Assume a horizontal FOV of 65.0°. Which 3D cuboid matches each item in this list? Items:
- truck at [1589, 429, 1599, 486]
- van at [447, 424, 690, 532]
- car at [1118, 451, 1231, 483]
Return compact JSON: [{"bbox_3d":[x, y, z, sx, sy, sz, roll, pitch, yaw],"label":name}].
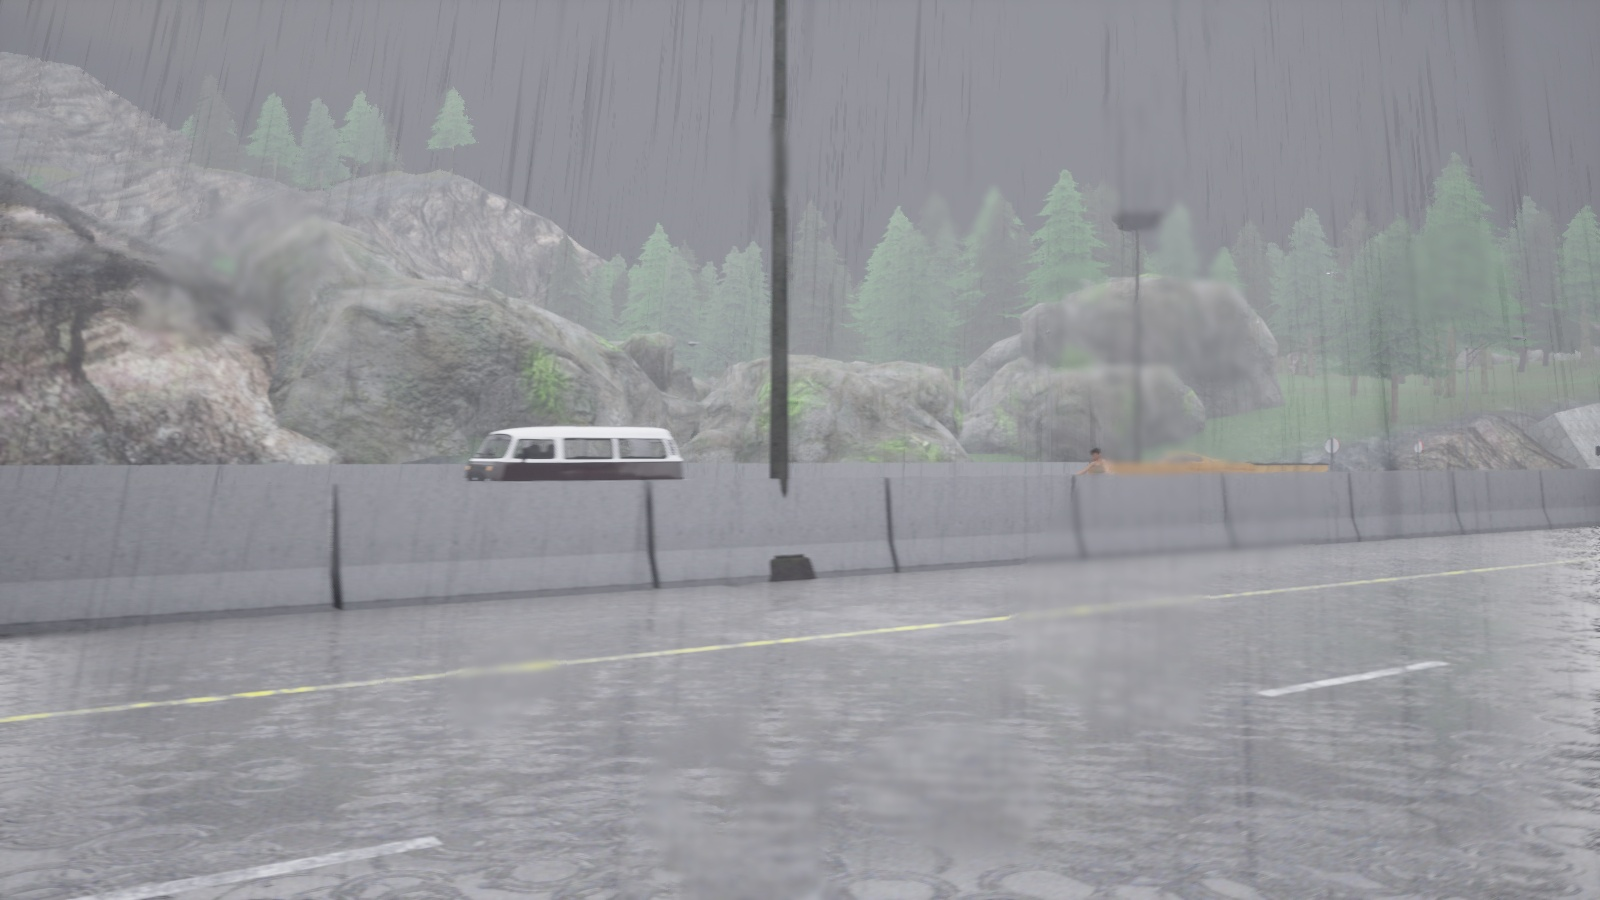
[{"bbox_3d":[37.352,0.315,55.245,5.204,2.467,2.627,0,0,-35],"label":"truck"},{"bbox_3d":[-4.745,0.543,25.943,4.480,2.038,2.069,0,0,-35],"label":"van"},{"bbox_3d":[18.337,0.835,61.610,5.008,1.535,1.882,0,0,5],"label":"car"}]
